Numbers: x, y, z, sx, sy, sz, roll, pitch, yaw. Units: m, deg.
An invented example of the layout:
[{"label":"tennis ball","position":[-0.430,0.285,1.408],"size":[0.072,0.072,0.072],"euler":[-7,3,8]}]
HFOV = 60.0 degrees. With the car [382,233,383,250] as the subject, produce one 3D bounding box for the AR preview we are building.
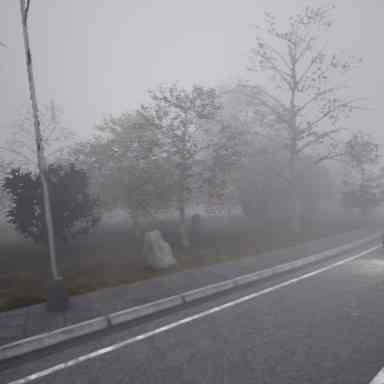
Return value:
[{"label":"car","position":[9.995,1.773,14.910],"size":[1.882,1.535,5.008],"euler":[-5,-4,41]}]
